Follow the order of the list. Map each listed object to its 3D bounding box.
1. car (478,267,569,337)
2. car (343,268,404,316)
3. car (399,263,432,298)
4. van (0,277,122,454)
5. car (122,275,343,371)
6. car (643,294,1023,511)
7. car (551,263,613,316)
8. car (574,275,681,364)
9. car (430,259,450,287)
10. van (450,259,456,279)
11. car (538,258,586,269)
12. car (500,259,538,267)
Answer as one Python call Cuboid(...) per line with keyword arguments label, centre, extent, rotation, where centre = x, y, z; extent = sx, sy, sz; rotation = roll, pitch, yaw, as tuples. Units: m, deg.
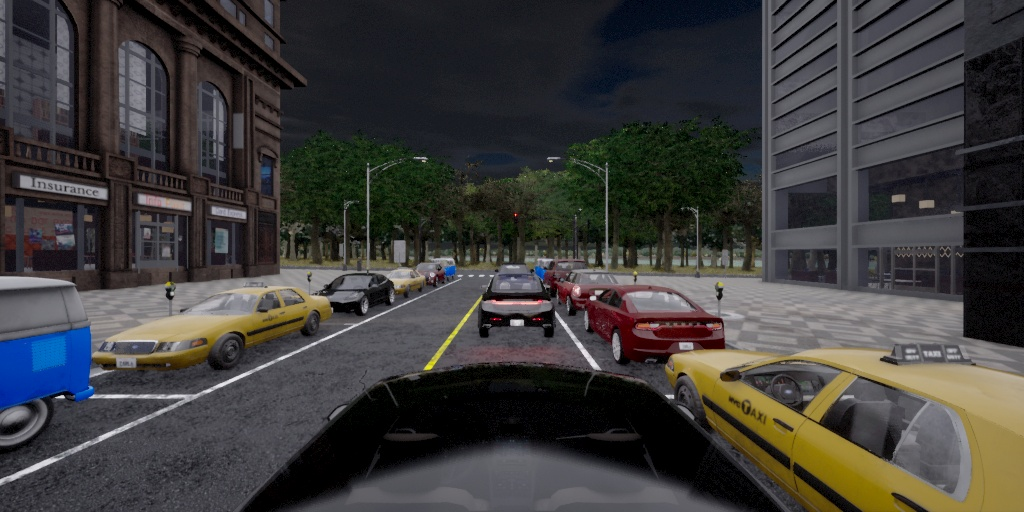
Cuboid(label="car", centre=(0.113, 1.242, 10.235), extent=(2.128, 1.511, 4.902), rotation=(0, 0, 0))
Cuboid(label="car", centre=(-5.745, 1.316, 13.371), extent=(1.948, 1.339, 4.313), rotation=(0, 0, 0))
Cuboid(label="car", centre=(-5.737, 1.277, 18.639), extent=(1.751, 1.417, 4.829), rotation=(0, 0, 0))
Cuboid(label="van", centre=(-5.762, 1.091, 2.496), extent=(1.690, 1.789, 3.998), rotation=(0, 0, 0))
Cuboid(label="car", centre=(-5.754, 1.275, 7.764), extent=(1.751, 1.417, 4.829), rotation=(0, 0, 0))
Cuboid(label="car", centre=(2.763, 1.275, 2.653), extent=(1.751, 1.417, 4.829), rotation=(0, 0, 0))
Cuboid(label="car", centre=(2.780, 1.190, 13.358), extent=(1.967, 1.591, 4.097), rotation=(0, 0, 0))
Cuboid(label="car", centre=(2.771, 1.295, 7.921), extent=(1.888, 1.381, 4.507), rotation=(0, 0, 0))
Cuboid(label="car", centre=(-5.728, 1.192, 24.246), extent=(1.967, 1.591, 4.097), rotation=(0, 0, 0))
Cuboid(label="van", centre=(-5.720, 1.095, 29.684), extent=(1.690, 1.789, 3.998), rotation=(0, 0, 0))
Cuboid(label="car", centre=(2.788, 1.066, 18.795), extent=(2.192, 1.841, 5.009), rotation=(0, 0, 0))
Cuboid(label="car", centre=(0.128, 1.103, 19.200), extent=(2.097, 1.767, 4.553), rotation=(0, 0, 1))
